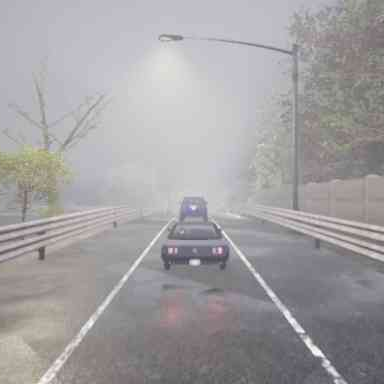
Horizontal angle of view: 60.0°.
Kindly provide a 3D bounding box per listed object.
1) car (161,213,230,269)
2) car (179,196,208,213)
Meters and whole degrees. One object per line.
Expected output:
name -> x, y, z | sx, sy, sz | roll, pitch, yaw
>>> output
car -> 0.091, 1.609, 11.187 | 1.895, 1.301, 4.718 | 0, 0, 0
car -> 0.142, 1.361, 27.296 | 2.150, 2.045, 5.566 | 0, -1, 0
